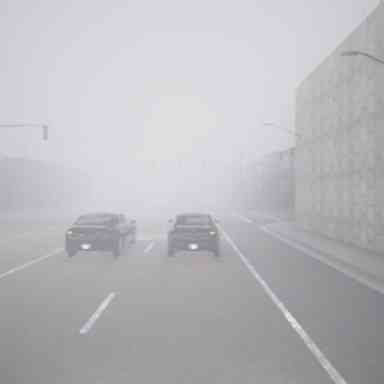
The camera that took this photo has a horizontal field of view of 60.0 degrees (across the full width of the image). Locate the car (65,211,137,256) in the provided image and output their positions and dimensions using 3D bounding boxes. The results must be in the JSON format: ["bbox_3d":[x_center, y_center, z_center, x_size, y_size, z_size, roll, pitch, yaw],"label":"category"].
[{"bbox_3d":[-3.429,1.530,13.218,1.837,1.490,4.892,0,0,0],"label":"car"}]

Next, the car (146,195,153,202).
[{"bbox_3d":[-10.478,1.501,77.761,2.097,1.767,4.553,0,0,0],"label":"car"}]

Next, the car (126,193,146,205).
[{"bbox_3d":[-10.507,1.472,62.468,2.097,1.767,4.553,0,0,1],"label":"car"}]

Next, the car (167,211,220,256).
[{"bbox_3d":[0.071,1.532,13.208,1.837,1.490,4.892,0,0,0],"label":"car"}]

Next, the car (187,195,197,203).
[{"bbox_3d":[0.021,1.490,75.640,2.097,1.767,4.553,0,0,0],"label":"car"}]

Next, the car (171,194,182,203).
[{"bbox_3d":[-3.479,1.362,75.697,2.150,2.045,5.566,0,0,0],"label":"car"}]

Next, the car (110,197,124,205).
[{"bbox_3d":[-14.003,1.611,62.220,2.128,1.511,4.902,0,0,1],"label":"car"}]

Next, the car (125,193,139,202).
[{"bbox_3d":[-13.978,1.211,77.663,2.150,2.045,5.566,0,0,0],"label":"car"}]
